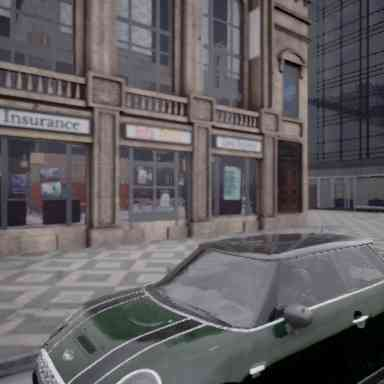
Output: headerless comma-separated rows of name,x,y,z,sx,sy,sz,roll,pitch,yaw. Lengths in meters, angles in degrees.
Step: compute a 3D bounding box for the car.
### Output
car,0.678,1.350,3.850,4.553,1.767,2.097,0,0,-35
